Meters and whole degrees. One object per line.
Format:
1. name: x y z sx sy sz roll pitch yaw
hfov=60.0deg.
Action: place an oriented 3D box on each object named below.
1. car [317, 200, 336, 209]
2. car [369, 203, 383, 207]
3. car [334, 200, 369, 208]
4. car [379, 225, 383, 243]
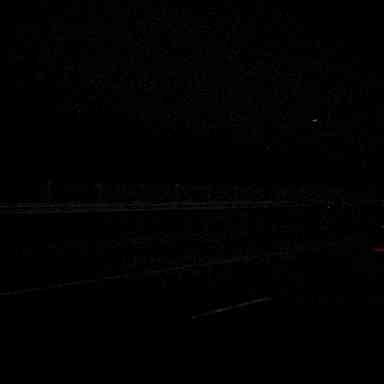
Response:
1. car: 18.021 1.838 42.557 4.892 1.490 1.837 1 -1 -35
2. car: 21.897 1.856 36.729 4.674 1.442 1.812 1 0 -35
3. car: 19.165 1.924 39.083 4.718 1.301 1.895 1 0 -35
4. car: 10.622 1.715 15.599 4.181 1.385 1.994 1 0 -35
